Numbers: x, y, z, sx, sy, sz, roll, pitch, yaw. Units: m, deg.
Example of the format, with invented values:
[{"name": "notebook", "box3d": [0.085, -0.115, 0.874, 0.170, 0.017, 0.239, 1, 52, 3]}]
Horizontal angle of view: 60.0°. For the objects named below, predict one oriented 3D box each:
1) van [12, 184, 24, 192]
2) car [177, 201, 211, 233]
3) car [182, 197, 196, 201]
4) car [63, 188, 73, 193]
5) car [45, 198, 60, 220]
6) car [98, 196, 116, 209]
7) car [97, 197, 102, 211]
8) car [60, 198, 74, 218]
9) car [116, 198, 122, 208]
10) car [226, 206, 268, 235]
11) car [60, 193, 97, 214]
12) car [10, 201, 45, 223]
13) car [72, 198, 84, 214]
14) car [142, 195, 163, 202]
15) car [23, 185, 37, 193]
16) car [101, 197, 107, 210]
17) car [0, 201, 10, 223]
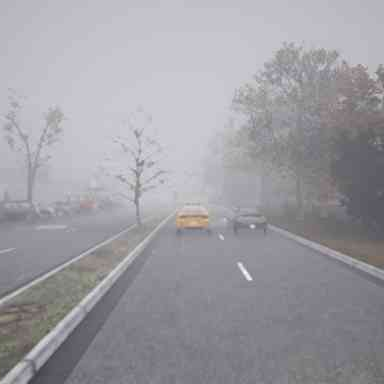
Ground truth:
[{"name": "van", "box3d": [-43.160, -0.911, 83.718, 1.878, 1.987, 4.442, 7, -3, -19]}, {"name": "car", "box3d": [0.099, 1.550, 20.357, 1.882, 1.535, 5.008, 0, 0, 0]}, {"name": "car", "box3d": [0.105, 1.708, 39.059, 1.882, 1.535, 5.008, 0, -1, 0]}, {"name": "car", "box3d": [-31.176, 0.155, 83.722, 2.435, 2.045, 5.566, 6, -3, -19]}, {"name": "car", "box3d": [-13.836, 1.493, 27.917, 4.553, 1.767, 2.185, -1, -1, -20]}, {"name": "car", "box3d": [-13.797, 1.537, 45.929, 5.566, 2.045, 2.435, -1, 0, -20]}, {"name": "car", "box3d": [-13.965, 1.728, 39.863, 5.366, 1.575, 1.946, -1, 0, -20]}, {"name": "car", "box3d": [-13.808, 1.645, 30.926, 4.892, 1.521, 2.231, -1, -1, -20]}, {"name": "car", "box3d": [-13.726, 1.566, 48.965, 5.566, 2.045, 2.435, -1, -1, -20]}, {"name": "car", "box3d": [3.099, 1.559, 19.453, 2.128, 1.511, 4.902, 0, 0, 0]}, {"name": "car", "box3d": [-13.825, 1.449, 36.916, 5.566, 2.045, 2.435, -1, 0, -20]}, {"name": "car", "box3d": [-13.775, 1.468, 24.931, 4.553, 1.767, 2.185, -1, 0, -20]}, {"name": "car", "box3d": [-13.825, 1.700, 33.910, 4.792, 1.488, 2.163, -1, 0, -20]}, {"name": "car", "box3d": [-11.464, 2.014, 92.784, 4.792, 1.488, 2.163, -1, 0, -15]}, {"name": "car", "box3d": [-40.215, -0.411, 83.774, 2.231, 1.521, 4.892, 6, -3, -19]}, {"name": "car", "box3d": [-13.777, 1.798, 42.930, 4.674, 1.452, 2.002, -1, 0, -20]}, {"name": "car", "box3d": [-13.835, 1.303, 18.905, 5.566, 2.045, 2.435, -1, 0, -20]}]
